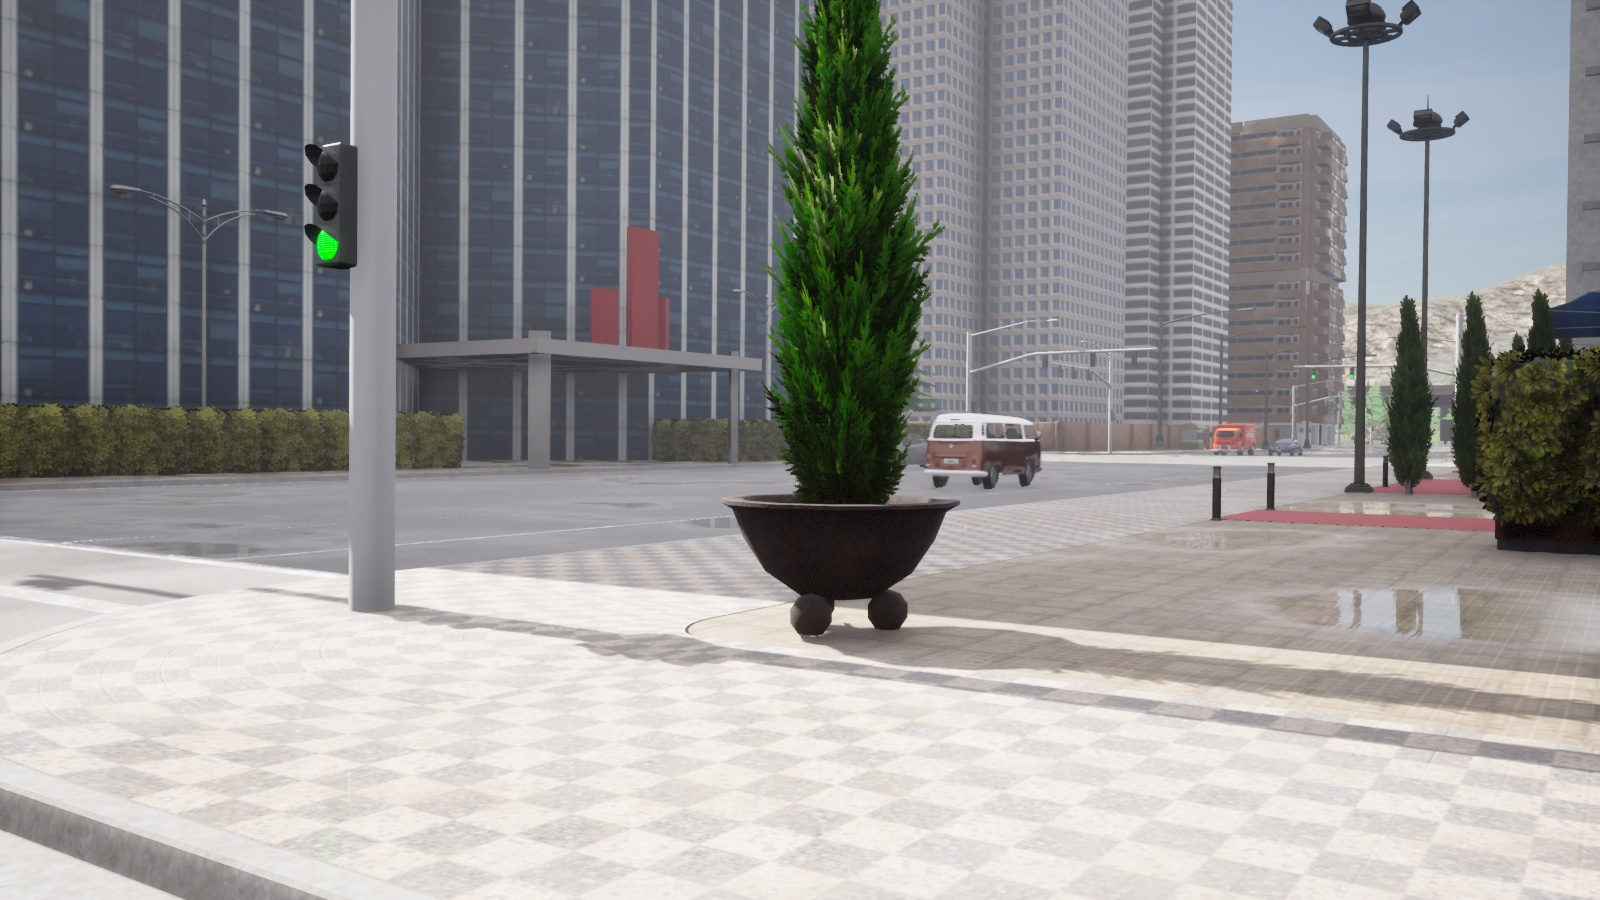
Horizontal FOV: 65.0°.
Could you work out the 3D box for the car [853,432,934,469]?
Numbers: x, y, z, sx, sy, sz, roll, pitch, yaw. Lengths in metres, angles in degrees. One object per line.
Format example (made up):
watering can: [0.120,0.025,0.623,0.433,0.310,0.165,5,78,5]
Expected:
car: [3.935,-0.007,52.462,1.845,1.501,3.633,0,1,33]

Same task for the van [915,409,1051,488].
van: [5.203,-0.072,35.141,2.069,2.038,4.480,0,1,33]
